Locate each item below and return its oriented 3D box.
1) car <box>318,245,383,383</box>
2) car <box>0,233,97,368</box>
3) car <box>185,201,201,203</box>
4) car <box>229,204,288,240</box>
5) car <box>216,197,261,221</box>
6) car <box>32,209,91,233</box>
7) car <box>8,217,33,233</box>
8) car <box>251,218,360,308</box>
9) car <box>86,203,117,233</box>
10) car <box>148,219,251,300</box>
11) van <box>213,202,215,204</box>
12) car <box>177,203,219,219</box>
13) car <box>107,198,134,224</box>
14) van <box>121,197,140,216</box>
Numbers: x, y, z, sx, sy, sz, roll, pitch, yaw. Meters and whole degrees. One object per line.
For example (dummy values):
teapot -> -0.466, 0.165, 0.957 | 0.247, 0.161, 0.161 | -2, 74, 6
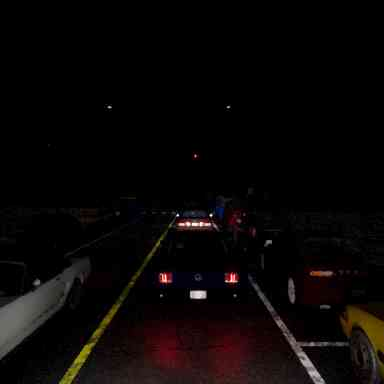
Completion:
car -> 2.765, 1.525, 2.482 | 1.752, 1.417, 4.829 | 0, 0, 0
car -> -3.090, 1.601, 4.929 | 1.895, 1.301, 4.718 | 0, 0, 0
car -> 0.055, 1.482, 27.758 | 1.882, 1.535, 5.008 | 0, 0, 0
car -> 2.787, 1.441, 13.187 | 1.967, 1.590, 4.097 | 0, 0, 0
car -> 2.799, 1.317, 18.625 | 2.192, 1.841, 5.009 | 0, 0, 0
car -> -5.738, 1.567, 13.205 | 1.947, 1.339, 4.313 | 0, 0, 0
car -> -5.750, 1.526, 7.598 | 1.752, 1.417, 4.829 | 0, 0, 0
car -> 2.776, 1.545, 7.750 | 1.887, 1.381, 4.507 | 0, 0, 0
car -> -5.727, 1.527, 18.473 | 1.752, 1.417, 4.829 | 0, 0, 0
car -> 0.118, 1.601, 8.340 | 1.895, 1.301, 4.718 | 0, 0, 0
van -> 2.822, 1.346, 29.500 | 1.690, 1.788, 3.998 | 0, 0, 0
car -> 0.134, 1.549, 17.930 | 2.033, 1.411, 5.357 | 0, 0, 0
car -> -5.715, 1.443, 24.080 | 1.967, 1.590, 4.097 | 0, 0, 0
van -> -5.704, 1.346, 29.518 | 1.690, 1.788, 3.998 | 0, 0, 0
